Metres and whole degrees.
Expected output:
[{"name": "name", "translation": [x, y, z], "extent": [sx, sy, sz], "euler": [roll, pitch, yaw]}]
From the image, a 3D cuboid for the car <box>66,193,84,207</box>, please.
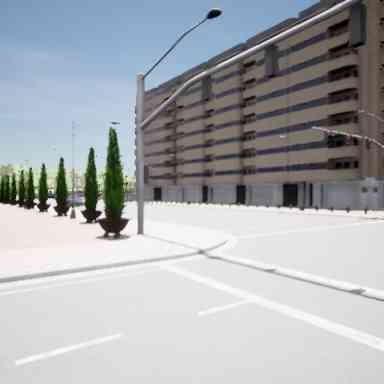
[{"name": "car", "translation": [-16.978, 1.290, 48.466], "extent": [2.097, 1.767, 4.553], "euler": [0, 0, -35]}]
